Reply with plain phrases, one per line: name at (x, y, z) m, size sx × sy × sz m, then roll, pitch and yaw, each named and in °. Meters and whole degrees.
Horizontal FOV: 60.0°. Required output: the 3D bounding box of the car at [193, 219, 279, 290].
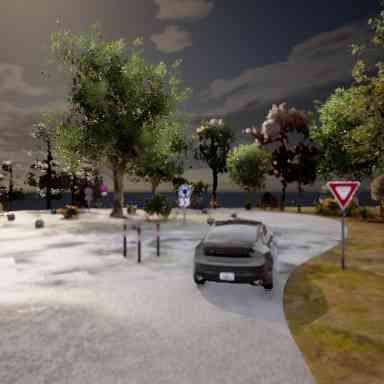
car at (1.361, 1.516, 9.272) m, size 1.837 × 1.490 × 4.892 m, roll 0°, pitch 0°, yaw 15°

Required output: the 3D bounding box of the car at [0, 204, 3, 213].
car at (-19.721, 1.512, 30.634) m, size 1.882 × 1.535 × 5.008 m, roll -1°, pitch 0°, yaw 7°

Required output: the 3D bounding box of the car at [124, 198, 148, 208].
car at (-6.380, 1.530, 43.894) m, size 5.008 × 1.535 × 1.882 m, roll 0°, pitch -1°, yaw 1°
